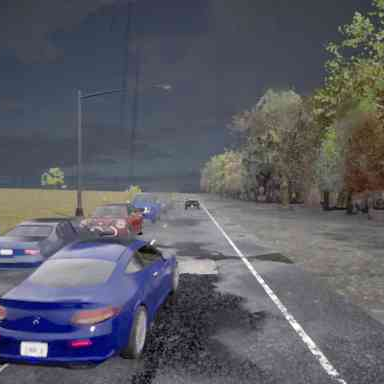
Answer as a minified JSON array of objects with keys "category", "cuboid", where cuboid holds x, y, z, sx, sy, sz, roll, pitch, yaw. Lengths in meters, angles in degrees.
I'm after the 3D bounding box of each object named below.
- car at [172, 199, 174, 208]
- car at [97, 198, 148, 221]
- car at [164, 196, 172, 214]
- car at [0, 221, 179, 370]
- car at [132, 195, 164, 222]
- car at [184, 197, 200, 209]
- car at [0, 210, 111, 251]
[{"category":"car","cuboid":[-3.630,1.346,45.250,2.097,1.767,4.553,0,0,0]},{"category":"car","cuboid":[-3.654,1.353,15.676,2.097,1.767,4.553,0,0,3]},{"category":"car","cuboid":[-3.622,1.351,35.244,2.097,1.767,4.553,0,0,0]},{"category":"car","cuboid":[-1.430,1.526,5.890,1.812,1.442,4.674,0,0,7]},{"category":"car","cuboid":[-3.625,1.222,25.239,2.150,2.045,5.566,0,0,-1]},{"category":"car","cuboid":[0.024,1.500,44.326,1.837,1.490,4.892,0,0,0]},{"category":"car","cuboid":[-4.528,1.549,10.845,2.033,1.411,5.357,0,0,3]}]
